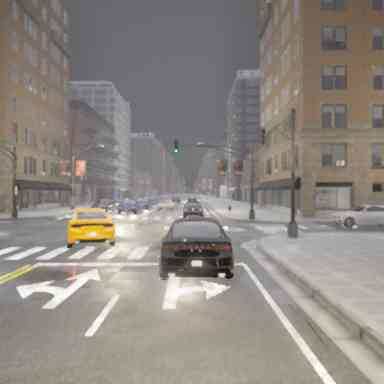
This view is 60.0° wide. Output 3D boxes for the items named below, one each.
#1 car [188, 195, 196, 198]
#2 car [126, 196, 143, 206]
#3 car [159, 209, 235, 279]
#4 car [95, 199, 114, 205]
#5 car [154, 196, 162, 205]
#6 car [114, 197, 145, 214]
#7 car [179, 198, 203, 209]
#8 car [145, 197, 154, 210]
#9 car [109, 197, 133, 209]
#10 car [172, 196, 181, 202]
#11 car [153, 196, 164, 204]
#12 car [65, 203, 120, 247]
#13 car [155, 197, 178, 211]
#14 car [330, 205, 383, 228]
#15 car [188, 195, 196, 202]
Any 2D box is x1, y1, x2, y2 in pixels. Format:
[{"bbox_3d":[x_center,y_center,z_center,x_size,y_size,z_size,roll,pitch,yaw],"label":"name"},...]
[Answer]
[{"bbox_3d":[0.012,1.522,65.927,1.882,1.535,5.008,0,0,0],"label":"car"},{"bbox_3d":[-9.742,1.531,56.519,2.128,1.511,4.902,0,0,0],"label":"car"},{"bbox_3d":[0.127,1.486,10.076,1.882,1.535,5.008,0,0,0],"label":"car"},{"bbox_3d":[-9.839,1.534,37.102,1.837,1.490,4.892,0,0,0],"label":"car"},{"bbox_3d":[-6.492,1.586,54.686,2.033,1.411,5.357,0,0,0],"label":"car"},{"bbox_3d":[-6.580,1.553,35.434,1.812,1.442,4.674,0,0,0],"label":"car"},{"bbox_3d":[0.105,1.573,31.300,2.033,1.411,5.357,0,0,0],"label":"car"},{"bbox_3d":[-6.569,1.559,44.535,1.812,1.442,4.674,0,0,0],"label":"car"},{"bbox_3d":[-9.800,1.525,46.286,2.128,1.511,4.902,0,0,1],"label":"car"},{"bbox_3d":[-3.240,1.549,66.154,1.837,1.490,4.892,0,0,0],"label":"car"},{"bbox_3d":[-6.491,1.548,64.859,1.837,1.490,4.892,0,0,0],"label":"car"},{"bbox_3d":[-4.737,1.488,15.334,1.882,1.535,5.008,1,0,-20],"label":"car"},{"bbox_3d":[-3.145,1.632,41.312,1.895,1.301,4.718,0,0,0],"label":"car"},{"bbox_3d":[11.723,1.583,22.299,4.674,1.442,1.812,0,0,0],"label":"car"},{"bbox_3d":[0.011,1.521,78.882,1.882,1.535,5.008,0,0,0],"label":"car"}]
